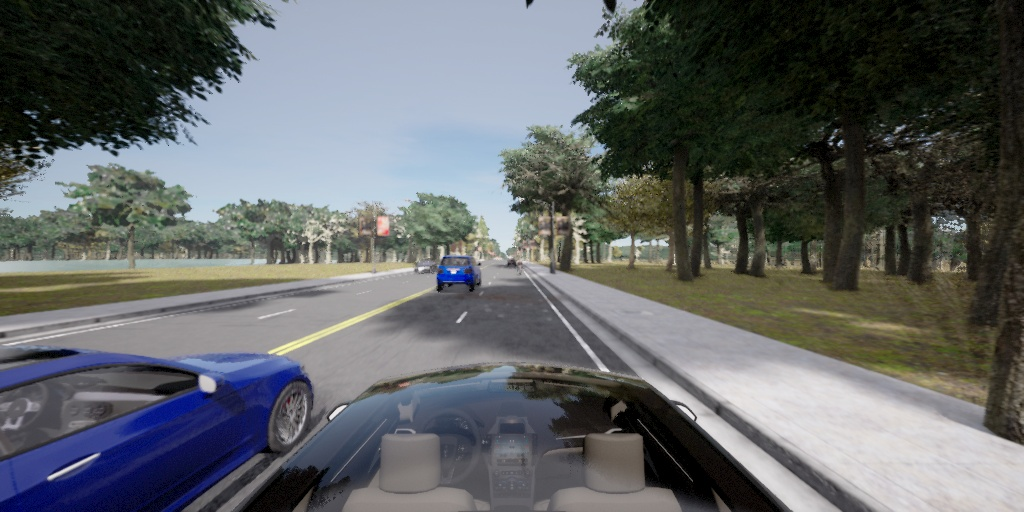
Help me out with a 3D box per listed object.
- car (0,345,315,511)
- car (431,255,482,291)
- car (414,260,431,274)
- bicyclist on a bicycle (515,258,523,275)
[{"bbox_3d":[-3.152,1.276,2.147,1.812,1.442,4.674,0,0,0],"label":"car"},{"bbox_3d":[-3.161,0.981,22.066,2.150,2.045,5.566,0,0,0],"label":"car"},{"bbox_3d":[-9.848,1.259,41.149,2.128,1.511,4.902,0,0,0],"label":"car"},{"bbox_3d":[0.877,1.138,37.389,0.659,1.776,1.843,0,0,0],"label":"bicyclist on a bicycle"}]
